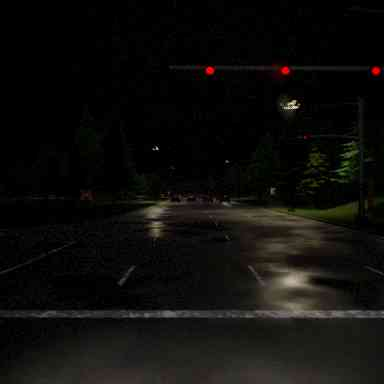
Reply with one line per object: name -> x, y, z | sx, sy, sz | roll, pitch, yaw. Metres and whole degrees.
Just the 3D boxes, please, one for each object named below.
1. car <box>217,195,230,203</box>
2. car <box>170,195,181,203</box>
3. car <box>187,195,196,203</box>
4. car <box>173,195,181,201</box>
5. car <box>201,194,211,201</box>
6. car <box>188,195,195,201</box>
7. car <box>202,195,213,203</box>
car -> 6.919, 1.545, 70.783 | 1.994, 1.385, 4.181 | 0, 0, 0
car -> -3.580, 1.517, 70.771 | 1.812, 1.442, 4.674 | 0, 0, 0
car -> -0.080, 1.531, 70.358 | 2.033, 1.411, 5.357 | 0, 0, 0
car -> -3.592, 1.357, 80.774 | 1.812, 1.442, 4.674 | 0, 0, 0
car -> 3.408, 1.358, 80.782 | 2.128, 1.511, 4.902 | 0, 0, 0
car -> -0.092, 1.357, 80.778 | 1.812, 1.442, 4.674 | 0, 0, 0
car -> 3.420, 1.545, 70.779 | 1.994, 1.385, 4.181 | 0, 0, 0
